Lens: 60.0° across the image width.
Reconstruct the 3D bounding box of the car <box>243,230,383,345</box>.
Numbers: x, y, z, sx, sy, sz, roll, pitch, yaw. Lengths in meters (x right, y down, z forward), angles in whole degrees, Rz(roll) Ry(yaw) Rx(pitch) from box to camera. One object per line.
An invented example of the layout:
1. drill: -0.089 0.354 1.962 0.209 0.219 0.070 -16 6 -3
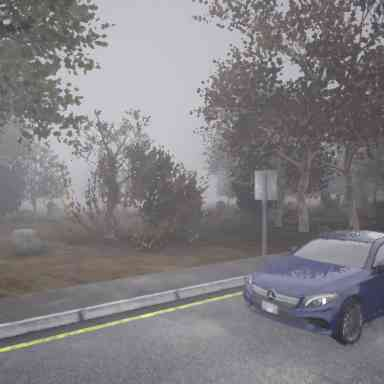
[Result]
1. car: 3.100 1.527 6.498 4.674 1.442 1.812 0 0 -35
